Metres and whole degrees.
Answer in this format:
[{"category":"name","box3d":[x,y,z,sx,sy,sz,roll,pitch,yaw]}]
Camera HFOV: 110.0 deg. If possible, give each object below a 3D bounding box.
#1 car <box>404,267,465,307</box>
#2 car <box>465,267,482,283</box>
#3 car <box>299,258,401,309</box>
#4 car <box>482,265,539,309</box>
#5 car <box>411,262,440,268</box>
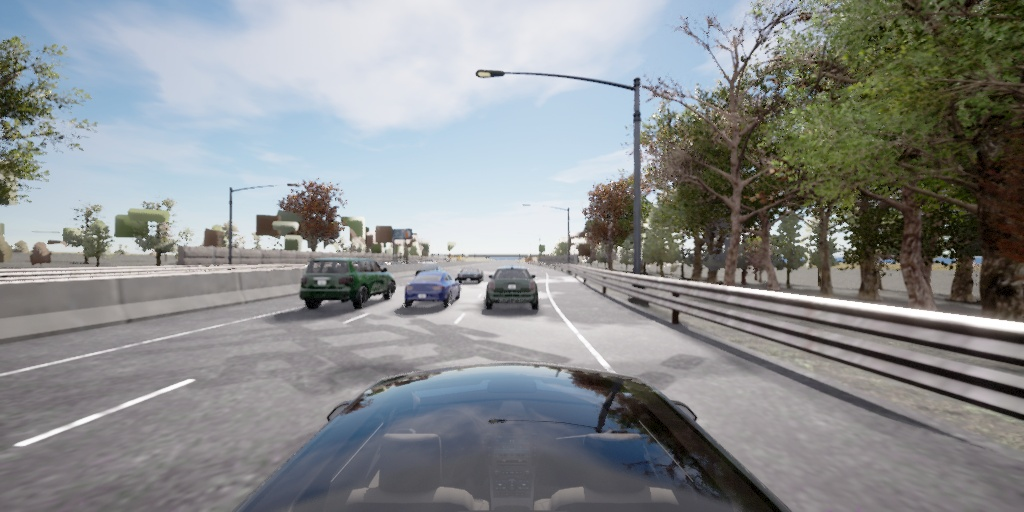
[{"category":"car","box3d":[-3.491,1.412,16.237,1.812,1.442,4.674,0,0,0]},{"category":"car","box3d":[-3.491,1.633,30.955,1.895,1.301,4.718,0,-1,0]},{"category":"car","box3d":[-6.996,1.100,15.877,2.150,2.045,5.566,0,0,0]},{"category":"car","box3d":[0.006,1.234,15.925,2.097,1.767,4.553,0,-1,0]},{"category":"car","box3d":[-6.987,1.514,31.339,1.882,1.535,5.008,0,0,0]}]
